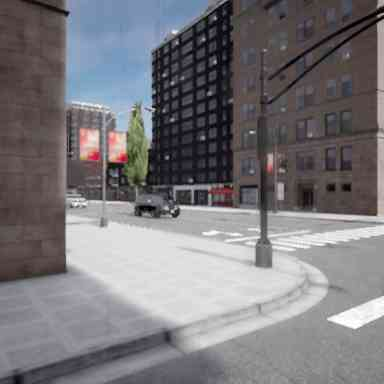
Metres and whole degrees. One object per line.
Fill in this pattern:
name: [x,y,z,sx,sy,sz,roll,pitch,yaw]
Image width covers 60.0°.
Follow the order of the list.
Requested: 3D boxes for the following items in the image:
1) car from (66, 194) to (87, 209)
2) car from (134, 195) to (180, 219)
car: [-17.533,1.380,49.850,2.150,2.045,5.566,0,0,-36]
car: [-3.267,1.280,29.982,2.150,2.045,5.566,0,0,-36]
